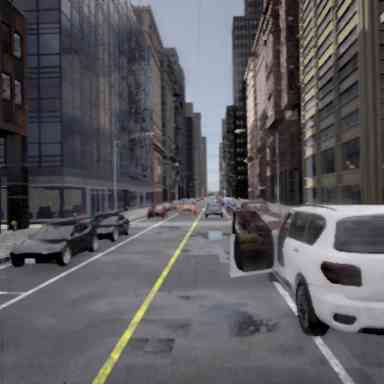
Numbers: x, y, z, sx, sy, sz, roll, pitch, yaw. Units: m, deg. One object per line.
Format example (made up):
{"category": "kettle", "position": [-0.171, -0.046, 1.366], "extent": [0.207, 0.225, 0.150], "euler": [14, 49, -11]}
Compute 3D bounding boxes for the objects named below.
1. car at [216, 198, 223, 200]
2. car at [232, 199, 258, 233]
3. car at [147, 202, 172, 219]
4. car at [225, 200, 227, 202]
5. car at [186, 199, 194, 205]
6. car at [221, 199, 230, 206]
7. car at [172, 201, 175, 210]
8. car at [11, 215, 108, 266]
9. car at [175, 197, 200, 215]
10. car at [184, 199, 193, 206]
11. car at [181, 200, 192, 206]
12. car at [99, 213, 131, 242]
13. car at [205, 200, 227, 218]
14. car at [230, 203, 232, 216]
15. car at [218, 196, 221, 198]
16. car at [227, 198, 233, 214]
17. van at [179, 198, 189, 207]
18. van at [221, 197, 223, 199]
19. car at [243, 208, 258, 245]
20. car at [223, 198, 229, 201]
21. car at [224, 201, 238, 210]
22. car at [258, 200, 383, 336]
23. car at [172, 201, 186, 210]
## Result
{"category": "car", "position": [2.899, 1.990, 45.942], "extent": [1.837, 1.490, 4.892], "euler": [-1, 0, 4]}
{"category": "car", "position": [4.271, 1.505, 23.198], "extent": [2.192, 1.841, 5.009], "euler": [-1, -1, 3]}
{"category": "car", "position": [-3.553, 2.018, 34.882], "extent": [1.887, 1.381, 4.507], "euler": [-1, -1, 3]}
{"category": "car", "position": [5.296, 1.934, 39.969], "extent": [1.947, 1.339, 4.313], "euler": [-1, -1, 3]}
{"category": "car", "position": [-0.507, 2.536, 85.036], "extent": [1.752, 1.417, 4.829], "euler": [-1, -1, 3]}
{"category": "car", "position": [7.333, 2.273, 73.517], "extent": [1.887, 1.381, 4.507], "euler": [-1, -1, 3]}
{"category": "car", "position": [-2.537, 2.093, 51.658], "extent": [1.967, 1.590, 4.097], "euler": [-1, -1, 3]}
{"category": "car", "position": [-4.911, 1.802, 12.515], "extent": [1.947, 1.339, 4.313], "euler": [-1, -1, 3]}
{"category": "car", "position": [-0.469, 1.838, 40.878], "extent": [2.097, 1.767, 4.553], "euler": [-1, -1, 4]}
{"category": "car", "position": [-0.836, 2.497, 79.614], "extent": [1.887, 1.381, 4.507], "euler": [-1, -1, 3]}
{"category": "car", "position": [-1.176, 2.437, 74.023], "extent": [1.887, 1.381, 4.507], "euler": [-1, -1, 3]}
{"category": "car", "position": [-4.571, 1.860, 18.107], "extent": [1.947, 1.339, 4.313], "euler": [-1, -1, 3]}
{"category": "car", "position": [2.310, 1.913, 34.990], "extent": [2.033, 1.411, 5.357], "euler": [-1, -1, 4]}
{"category": "car", "position": [4.617, 1.815, 28.787], "extent": [1.947, 1.339, 4.313], "euler": [-1, -1, 3]}
{"category": "car", "position": [7.670, 2.229, 79.109], "extent": [1.967, 1.590, 4.097], "euler": [-1, -1, 3]}
{"category": "car", "position": [4.953, 1.749, 34.379], "extent": [1.967, 1.590, 4.097], "euler": [-1, -1, 3]}
{"category": "van", "position": [-1.520, 2.174, 68.434], "extent": [1.690, 1.788, 3.998], "euler": [-1, -1, 3]}
{"category": "van", "position": [6.310, 1.889, 56.745], "extent": [1.690, 1.788, 3.998], "euler": [-1, -1, 3]}
{"category": "car", "position": [3.938, 1.712, 17.605], "extent": [1.802, 1.307, 4.206], "euler": [-1, -1, 3]}
{"category": "car", "position": [5.633, 1.868, 45.561], "extent": [1.967, 1.590, 4.097], "euler": [-1, -1, 3]}
{"category": "car", "position": [5.975, 2.070, 51.151], "extent": [1.802, 1.307, 4.206], "euler": [-1, -1, 3]}
{"category": "car", "position": [2.908, 1.247, 6.815], "extent": [2.150, 2.045, 5.566], "euler": [-1, -1, 3]}
{"category": "car", "position": [-2.195, 2.257, 57.247], "extent": [1.887, 1.381, 4.507], "euler": [-1, -1, 3]}
